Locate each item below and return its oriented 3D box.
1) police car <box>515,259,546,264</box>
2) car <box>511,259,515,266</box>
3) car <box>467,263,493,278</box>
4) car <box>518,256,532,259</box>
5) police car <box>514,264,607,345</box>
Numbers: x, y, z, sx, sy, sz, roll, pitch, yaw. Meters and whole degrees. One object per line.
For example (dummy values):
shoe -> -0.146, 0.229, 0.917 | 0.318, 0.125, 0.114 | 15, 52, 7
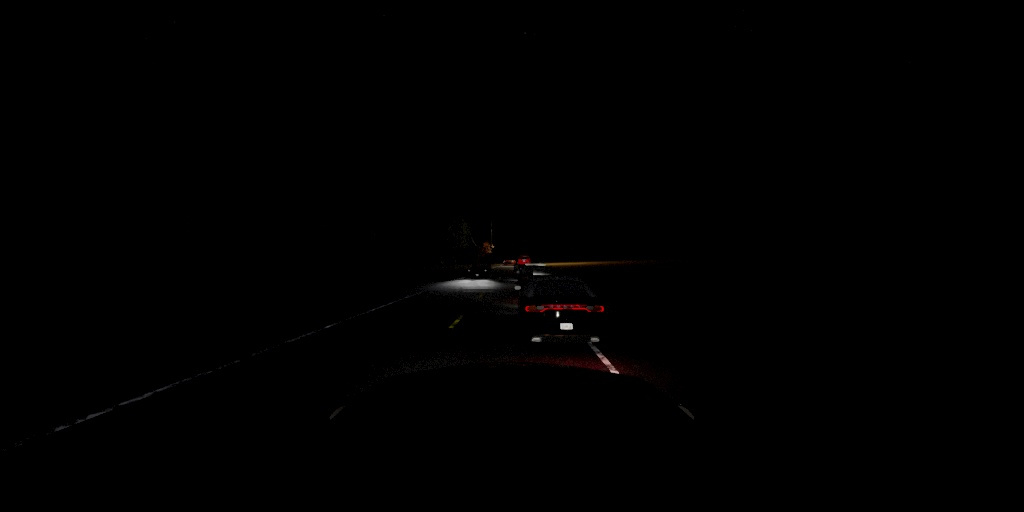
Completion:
police car -> 1.272, 1.175, 19.588 | 1.930, 1.638, 5.238 | 0, 0, 1
car -> 1.308, 1.344, 46.810 | 1.895, 1.301, 4.718 | 0, 0, 4
car -> -2.933, 1.350, 33.325 | 1.895, 1.301, 4.718 | 0, 0, 2
car -> 2.099, 0.956, 59.935 | 2.150, 2.045, 5.566 | 0, 0, 4
police car -> 1.099, 1.175, 9.623 | 1.930, 1.638, 5.238 | 0, 0, 1
